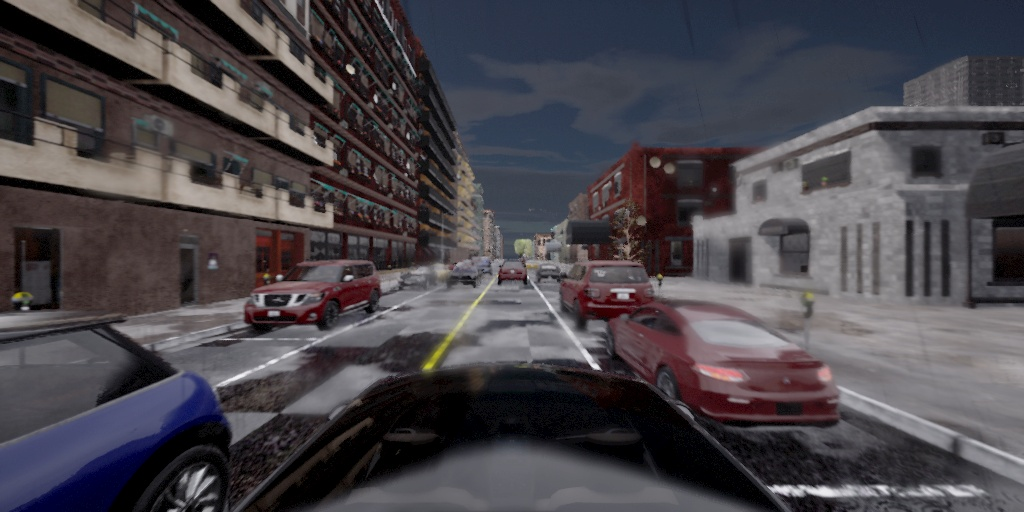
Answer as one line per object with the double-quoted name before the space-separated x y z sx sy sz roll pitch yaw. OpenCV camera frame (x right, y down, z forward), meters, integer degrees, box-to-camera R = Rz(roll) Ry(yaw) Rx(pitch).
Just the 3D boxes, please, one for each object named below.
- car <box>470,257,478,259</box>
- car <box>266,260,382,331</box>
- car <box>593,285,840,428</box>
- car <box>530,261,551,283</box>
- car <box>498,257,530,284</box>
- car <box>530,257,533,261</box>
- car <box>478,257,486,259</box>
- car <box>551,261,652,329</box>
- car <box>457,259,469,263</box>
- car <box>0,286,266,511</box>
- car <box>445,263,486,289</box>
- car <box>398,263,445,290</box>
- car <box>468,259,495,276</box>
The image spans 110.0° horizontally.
"car" -5.699 1.158 44.318 1.967 1.591 4.097 0 0 0
"car" -5.692 1.053 11.084 2.192 1.841 5.009 0 0 0
"car" 2.690 1.327 5.547 1.802 1.307 4.207 0 0 0
"car" 2.685 1.276 27.703 2.007 1.370 4.403 0 0 0
"car" 0.051 1.077 26.882 2.097 1.767 4.553 0 0 0
"car" 2.680 1.243 50.030 1.751 1.417 4.829 0 0 0
"car" -5.702 1.032 55.397 2.192 1.841 5.009 0 0 0
"car" 2.689 1.054 11.086 2.192 1.841 5.009 0 0 0
"car" -5.698 1.265 38.780 1.888 1.381 4.507 0 0 0
"car" -3.097 1.104 0.675 2.097 1.767 4.553 0 0 0
"car" -3.027 1.329 23.319 1.895 1.301 4.718 0 0 0
"car" -5.695 1.279 22.162 2.007 1.370 4.403 0 0 0
"car" -3.033 1.285 37.016 1.994 1.385 4.181 0 0 1
